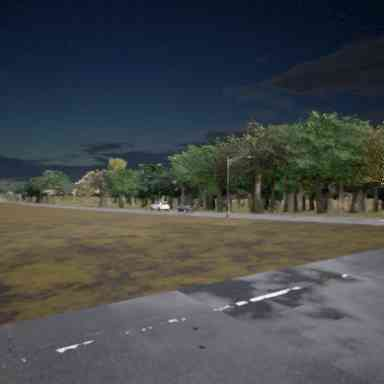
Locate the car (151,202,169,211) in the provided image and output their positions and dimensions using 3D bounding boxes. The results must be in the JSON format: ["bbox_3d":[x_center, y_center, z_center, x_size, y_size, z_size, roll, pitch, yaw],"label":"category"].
[{"bbox_3d":[-7.049,3.128,72.912,2.150,2.045,5.566,1,-2,-33],"label":"car"}]

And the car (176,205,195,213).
[{"bbox_3d":[-1.323,3.272,64.155,1.837,1.490,4.892,1,-2,-33],"label":"car"}]
